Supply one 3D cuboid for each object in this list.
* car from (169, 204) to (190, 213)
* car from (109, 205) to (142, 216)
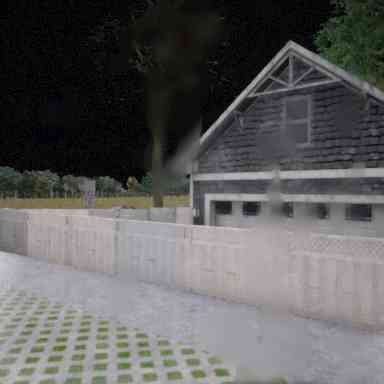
[{"bbox_3d":[-0.641,2.033,37.152,1.895,1.301,4.718,0,-1,35],"label":"car"},{"bbox_3d":[-6.308,1.859,29.100,1.994,1.385,4.181,0,-1,34],"label":"car"}]
